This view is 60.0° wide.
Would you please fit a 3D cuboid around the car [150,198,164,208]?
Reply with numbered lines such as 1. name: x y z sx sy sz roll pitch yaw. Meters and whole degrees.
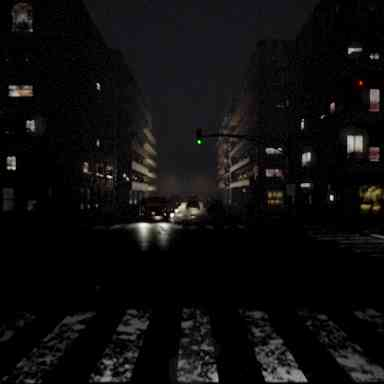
1. car: -5.678 1.764 54.581 1.967 1.590 4.097 0 0 0

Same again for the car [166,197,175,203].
1. car: -5.671 2.092 88.673 2.008 1.369 4.403 0 0 0

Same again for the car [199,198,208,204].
1. car: 2.707 2.019 77.309 2.008 1.369 4.403 0 0 0

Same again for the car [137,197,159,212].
1. car: -5.681 1.569 43.216 2.192 1.841 5.009 0 0 0

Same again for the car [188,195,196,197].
1. car: 0.075 1.646 70.119 2.150 2.045 5.566 0 0 0

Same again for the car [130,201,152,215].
1. car: -5.682 1.744 37.363 1.752 1.417 4.829 0 0 0

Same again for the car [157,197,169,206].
1. car: -5.676 1.835 65.946 1.967 1.590 4.097 0 0 0

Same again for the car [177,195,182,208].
1. car: -3.077 1.645 49.636 2.097 1.767 4.553 0 0 0

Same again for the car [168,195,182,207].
1. car: -3.029 1.580 60.197 2.150 2.045 5.566 0 0 0

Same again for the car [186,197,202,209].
1. car: 0.113 1.866 51.160 1.994 1.385 4.181 0 0 0

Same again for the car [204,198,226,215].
1. car: 2.698 1.660 37.533 1.967 1.590 4.097 0 0 0

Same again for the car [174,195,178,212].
1. car: -3.087 1.585 39.738 2.097 1.767 4.553 0 0 0

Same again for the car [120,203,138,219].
1. car: -5.683 1.751 31.850 1.947 1.339 4.313 0 0 0

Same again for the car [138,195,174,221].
1. car: -3.112 1.395 29.827 2.150 2.045 5.566 0 0 1

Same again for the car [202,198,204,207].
1. car: 2.700 1.694 43.216 1.967 1.590 4.097 0 0 0
